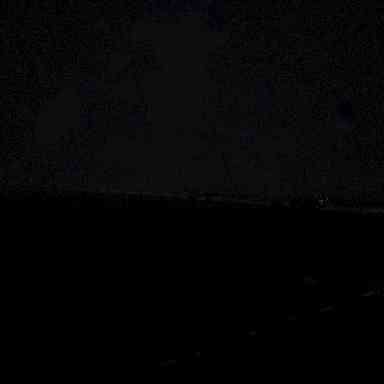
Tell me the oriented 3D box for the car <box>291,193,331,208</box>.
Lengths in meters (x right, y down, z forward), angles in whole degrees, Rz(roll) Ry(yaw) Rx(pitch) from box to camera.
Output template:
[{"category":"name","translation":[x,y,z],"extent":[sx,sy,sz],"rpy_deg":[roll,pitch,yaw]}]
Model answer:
[{"category":"car","translation":[14.103,0.905,39.640],"extent":[2.097,1.767,4.553],"rpy_deg":[-3,3,-35]}]

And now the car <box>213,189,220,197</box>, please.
[{"category":"car","translation":[3.136,0.200,60.224],"extent":[1.837,1.490,4.892],"rpy_deg":[-3,3,-34]}]

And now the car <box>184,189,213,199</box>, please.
[{"category":"car","translation":[1.100,0.386,58.173],"extent":[1.994,1.385,4.181],"rpy_deg":[-3,3,-35]}]

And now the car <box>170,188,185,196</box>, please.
[{"category":"car","translation":[-2.667,-0.108,68.360],"extent":[2.128,1.511,4.902],"rpy_deg":[-3,3,-35]}]
